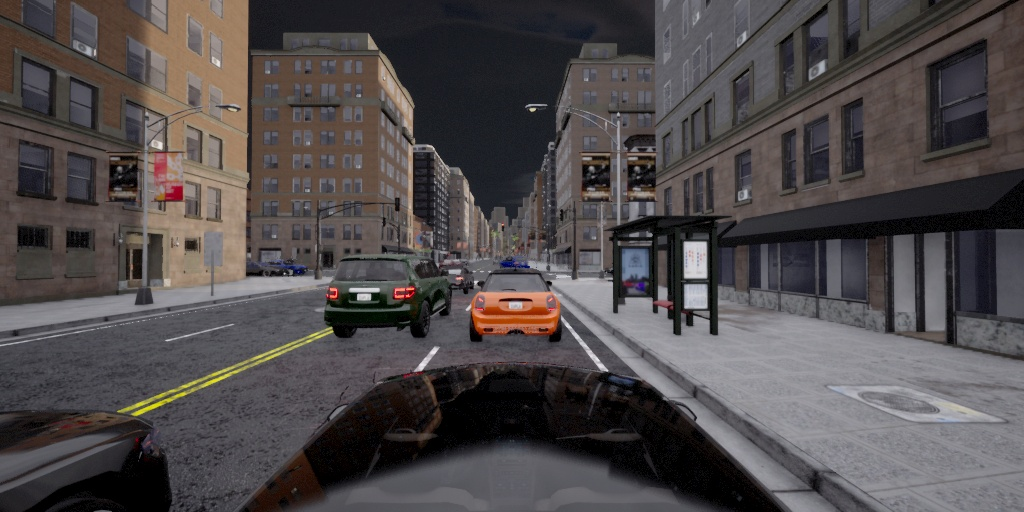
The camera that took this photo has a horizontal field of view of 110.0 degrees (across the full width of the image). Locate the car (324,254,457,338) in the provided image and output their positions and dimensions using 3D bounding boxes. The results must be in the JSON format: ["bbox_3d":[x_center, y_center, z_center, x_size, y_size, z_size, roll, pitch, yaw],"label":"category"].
[{"bbox_3d":[-3.174,0.974,10.357,2.150,2.045,5.566,0,0,0],"label":"car"}]

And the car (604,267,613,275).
[{"bbox_3d":[12.836,1.385,38.902,5.357,1.411,2.033,0,-1,-4],"label":"car"}]

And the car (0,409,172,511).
[{"bbox_3d":[-3.144,1.241,0.320,2.128,1.511,4.902,0,0,0],"label":"car"}]

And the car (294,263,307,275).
[{"bbox_3d":[-22.799,1.150,35.209,5.008,1.535,1.882,0,-1,0],"label":"car"}]

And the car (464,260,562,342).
[{"bbox_3d":[0.077,1.105,9.973,2.097,1.767,4.553,0,0,0],"label":"car"}]

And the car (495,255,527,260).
[{"bbox_3d":[0.216,1.029,46.822,2.150,2.045,5.566,-3,2,-26],"label":"car"}]

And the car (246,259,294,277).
[{"bbox_3d":[-22.928,1.176,31.959,5.357,1.411,2.033,0,-1,0],"label":"car"}]

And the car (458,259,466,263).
[{"bbox_3d":[-9.977,1.296,64.347,1.812,1.442,4.674,0,0,0],"label":"car"}]

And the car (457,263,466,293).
[{"bbox_3d":[-3.205,1.283,20.064,1.812,1.442,4.674,0,0,0],"label":"car"}]
